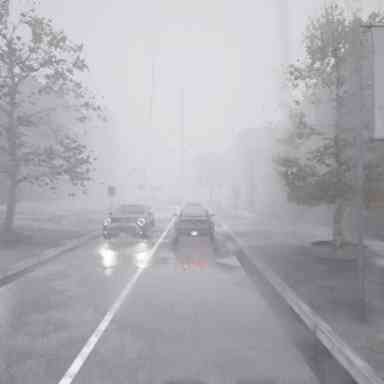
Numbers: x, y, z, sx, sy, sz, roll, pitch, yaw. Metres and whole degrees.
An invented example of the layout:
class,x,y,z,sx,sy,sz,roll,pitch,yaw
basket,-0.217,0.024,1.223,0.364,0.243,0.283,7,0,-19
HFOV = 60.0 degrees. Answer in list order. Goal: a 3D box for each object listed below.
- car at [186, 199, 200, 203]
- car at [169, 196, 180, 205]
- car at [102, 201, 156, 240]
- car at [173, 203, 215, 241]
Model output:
class,x,y,z,sx,sy,sz,roll,pitch,yaw
car,0.118,1.525,34.734,1.837,1.490,4.892,0,0,0
car,-3.093,1.501,59.339,2.128,1.511,4.902,0,0,0
car,-3.091,1.362,17.125,2.097,1.767,4.553,0,0,0
car,0.108,1.514,16.657,1.837,1.490,4.892,0,0,0
